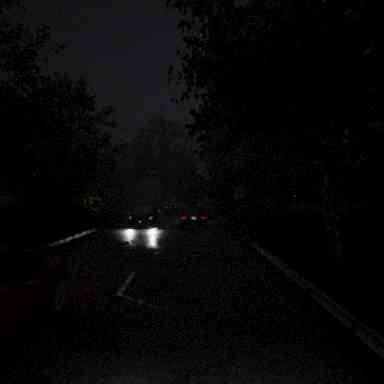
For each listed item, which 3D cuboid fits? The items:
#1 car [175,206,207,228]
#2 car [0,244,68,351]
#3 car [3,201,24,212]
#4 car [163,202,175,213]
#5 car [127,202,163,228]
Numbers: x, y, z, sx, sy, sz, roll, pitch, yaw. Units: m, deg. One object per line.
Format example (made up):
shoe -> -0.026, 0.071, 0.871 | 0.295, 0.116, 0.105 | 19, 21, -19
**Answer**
car -> 0.085, 1.673, 23.098 | 2.033, 1.411, 5.357 | 0, 0, -1
car -> -3.378, 1.601, 4.939 | 1.812, 1.442, 4.674 | -1, 0, 0
car -> -22.820, 1.894, 44.798 | 4.902, 1.511, 2.128 | 0, -1, 1
car -> -4.109, 1.874, 40.270 | 2.033, 1.411, 5.357 | 1, -2, -40
car -> -3.333, 1.654, 23.606 | 1.812, 1.442, 4.674 | 0, 0, 0
